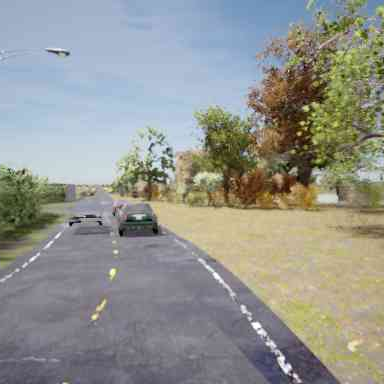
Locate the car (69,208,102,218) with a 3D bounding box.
[{"bbox_3d":[-6.252,1.181,19.847,2.033,1.411,5.357,-1,0,-15],"label":"car"}]

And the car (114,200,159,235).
[{"bbox_3d":[-3.225,1.352,19.115,2.097,1.767,4.553,-1,0,-14],"label":"car"}]

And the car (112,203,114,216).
[{"bbox_3d":[-6.866,1.519,32.781,1.812,1.442,4.674,-1,0,-15],"label":"car"}]
